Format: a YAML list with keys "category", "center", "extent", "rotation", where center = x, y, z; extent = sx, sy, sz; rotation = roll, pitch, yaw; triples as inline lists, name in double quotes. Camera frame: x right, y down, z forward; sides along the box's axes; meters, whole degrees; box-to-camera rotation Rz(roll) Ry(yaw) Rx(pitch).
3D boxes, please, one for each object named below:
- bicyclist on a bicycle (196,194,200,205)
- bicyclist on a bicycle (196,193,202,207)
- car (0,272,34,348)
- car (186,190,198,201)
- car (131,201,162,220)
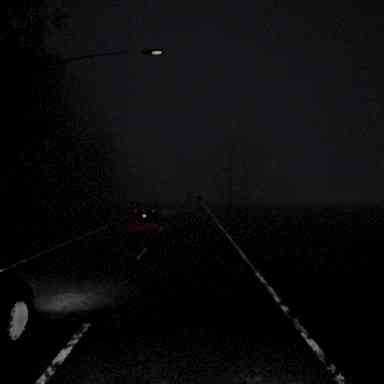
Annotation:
- category: "bicyclist on a bicycle"
  center: [0.958, 1.054, 50.455]
  extent: [0.582, 1.620, 1.656]
  rotation: [0, 0, 0]
- category: "bicyclist on a bicycle"
  center: [0.960, 1.041, 41.667]
  extent: [0.659, 1.776, 1.843]
  rotation: [0, 1, 0]
- category: "car"
  center: [-3.401, 1.478, 3.308]
  extent: [1.837, 1.490, 4.892]
  rotation: [0, 0, 0]
- category: "car"
  center: [-0.003, 0.714, 64.459]
  extent: [2.150, 2.045, 5.566]
  rotation: [0, 1, 0]
- category: "car"
  center: [-3.406, 1.394, 26.020]
  extent: [1.895, 1.301, 4.718]
  rotation: [0, 0, 0]
